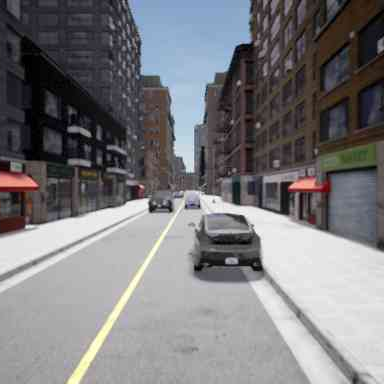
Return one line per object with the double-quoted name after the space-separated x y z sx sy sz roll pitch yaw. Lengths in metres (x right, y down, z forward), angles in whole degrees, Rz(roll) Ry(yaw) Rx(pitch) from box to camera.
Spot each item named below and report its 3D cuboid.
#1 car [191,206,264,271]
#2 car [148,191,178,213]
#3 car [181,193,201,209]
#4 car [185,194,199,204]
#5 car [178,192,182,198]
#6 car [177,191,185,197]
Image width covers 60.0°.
0.959 1.395 10.443 1.837 1.490 4.892 0 1 0 "car"
-2.842 0.879 31.864 2.150 2.045 5.566 0 0 0 "car"
0.085 1.133 38.058 2.033 1.411 5.357 0 1 0 "car"
0.017 1.014 49.764 1.994 1.385 4.181 0 1 0 "car"
-2.735 0.735 71.977 1.994 1.385 4.181 0 1 0 "car"
-2.733 0.479 85.408 1.895 1.301 4.718 0 1 0 "car"
